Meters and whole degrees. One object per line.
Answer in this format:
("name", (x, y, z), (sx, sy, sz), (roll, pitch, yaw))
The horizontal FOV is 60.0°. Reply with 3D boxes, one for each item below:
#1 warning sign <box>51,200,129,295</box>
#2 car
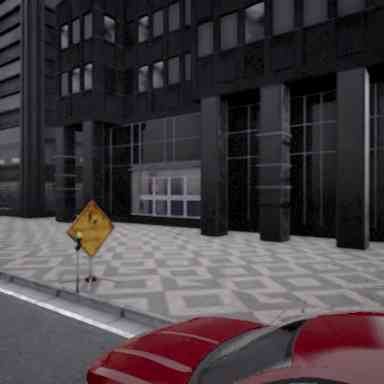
("warning sign", (-2.261, 1.118, 7.449), (1.060, 1.860, 1.300), (0, 0, 36))
("car", (1.134, 1.545, 2.149), (4.507, 1.381, 1.887), (0, 0, 36))
